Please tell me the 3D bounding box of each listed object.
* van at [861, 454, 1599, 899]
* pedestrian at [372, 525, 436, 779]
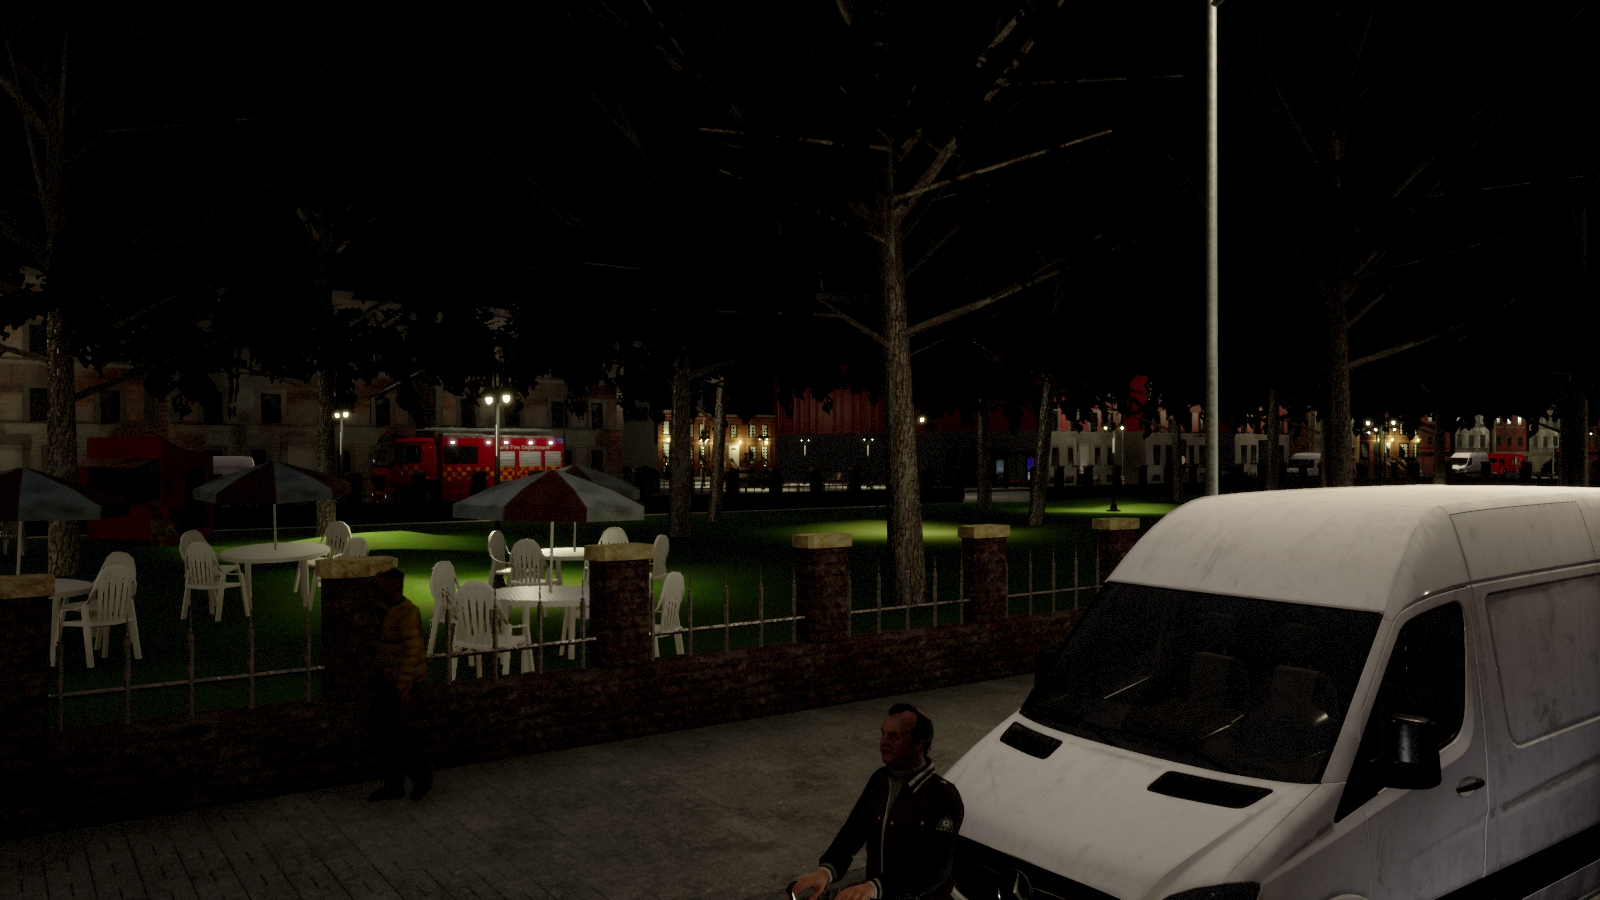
[{"bbox_3d":[3.302,1.314,6.746,5.915,2.561,1.988,0,0,-35],"label":"van"},{"bbox_3d":[-3.046,1.525,8.786,0.375,1.860,0.375,0,0,-36],"label":"pedestrian"}]
